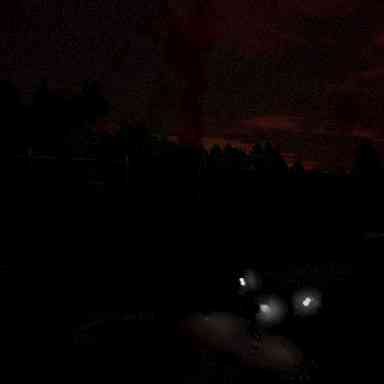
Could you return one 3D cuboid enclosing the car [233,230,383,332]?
[{"bbox_3d":[3.387,1.547,7.021,5.357,1.411,2.033,0,0,-35],"label":"car"}]
